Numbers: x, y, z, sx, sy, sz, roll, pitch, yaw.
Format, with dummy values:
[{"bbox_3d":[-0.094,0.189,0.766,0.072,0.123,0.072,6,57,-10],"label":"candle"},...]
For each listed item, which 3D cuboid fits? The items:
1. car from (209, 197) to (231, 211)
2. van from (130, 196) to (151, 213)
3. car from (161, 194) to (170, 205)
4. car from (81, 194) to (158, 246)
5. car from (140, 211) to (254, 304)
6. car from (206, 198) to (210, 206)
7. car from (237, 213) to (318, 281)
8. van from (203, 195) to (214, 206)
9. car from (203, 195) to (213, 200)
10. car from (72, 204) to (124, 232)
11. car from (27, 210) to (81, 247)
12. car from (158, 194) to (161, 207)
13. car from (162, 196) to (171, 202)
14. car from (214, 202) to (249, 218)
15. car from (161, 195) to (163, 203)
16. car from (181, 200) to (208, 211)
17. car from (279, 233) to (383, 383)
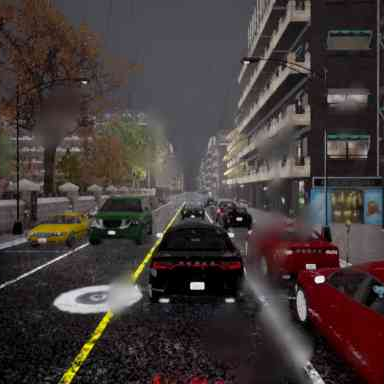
[{"bbox_3d":[2.661,1.442,26.333,1.967,1.590,4.097,0,0,0],"label":"car"},{"bbox_3d":[-5.729,1.345,37.394,1.690,1.788,3.998,0,0,0],"label":"van"},{"bbox_3d":[-5.749,1.327,59.536,2.192,1.841,5.009,0,0,0],"label":"car"},{"bbox_3d":[-3.116,1.221,15.647,2.150,2.045,5.566,0,0,0],"label":"car"},{"bbox_3d":[0.089,1.477,8.245,1.882,1.535,5.008,0,0,0],"label":"car"},{"bbox_3d":[2.657,1.569,31.868,1.947,1.339,4.313,0,0,0],"label":"car"},{"bbox_3d":[2.677,1.544,9.727,1.887,1.381,4.507,0,0,0],"label":"car"},{"bbox_3d":[2.636,1.351,54.009,1.690,1.788,3.998,0,0,0],"label":"van"},{"bbox_3d":[2.643,1.574,48.473,1.947,1.339,4.313,0,0,0],"label":"car"},{"bbox_3d":[-5.713,1.551,20.790,2.008,1.369,4.403,0,0,0],"label":"car"},{"bbox_3d":[-5.708,1.525,15.084,1.752,1.417,4.829,0,0,0],"label":"car"},{"bbox_3d":[-5.735,1.321,42.930,2.192,1.841,5.009,0,0,0],"label":"car"},{"bbox_3d":[-5.762,1.602,76.141,1.802,1.307,4.206,0,0,0],"label":"car"},{"bbox_3d":[2.667,1.567,20.798,1.947,1.339,4.313,0,0,0],"label":"car"},{"bbox_3d":[-5.738,1.558,48.465,2.008,1.369,4.403,0,0,0],"label":"car"},{"bbox_3d":[0.075,1.603,27.944,1.895,1.301,4.718,0,0,0],"label":"car"},{"bbox_3d":[2.682,1.544,4.192,1.887,1.381,4.507,0,0,0],"label":"car"}]
